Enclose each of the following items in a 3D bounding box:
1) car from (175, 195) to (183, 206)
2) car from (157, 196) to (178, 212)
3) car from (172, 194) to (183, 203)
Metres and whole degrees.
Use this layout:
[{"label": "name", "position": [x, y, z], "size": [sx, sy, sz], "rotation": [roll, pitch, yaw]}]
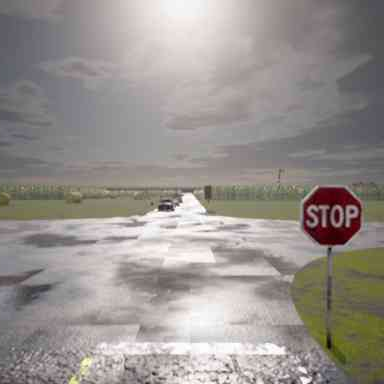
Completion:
[{"label": "car", "position": [-3.014, 1.563, 54.131], "size": [2.033, 1.411, 5.357], "rotation": [0, 0, 0]}, {"label": "car", "position": [-2.969, 1.511, 39.289], "size": [1.837, 1.490, 4.892], "rotation": [0, 0, 0]}, {"label": "car", "position": [-3.000, 1.386, 69.361], "size": [2.097, 1.767, 4.553], "rotation": [0, 0, 0]}]
